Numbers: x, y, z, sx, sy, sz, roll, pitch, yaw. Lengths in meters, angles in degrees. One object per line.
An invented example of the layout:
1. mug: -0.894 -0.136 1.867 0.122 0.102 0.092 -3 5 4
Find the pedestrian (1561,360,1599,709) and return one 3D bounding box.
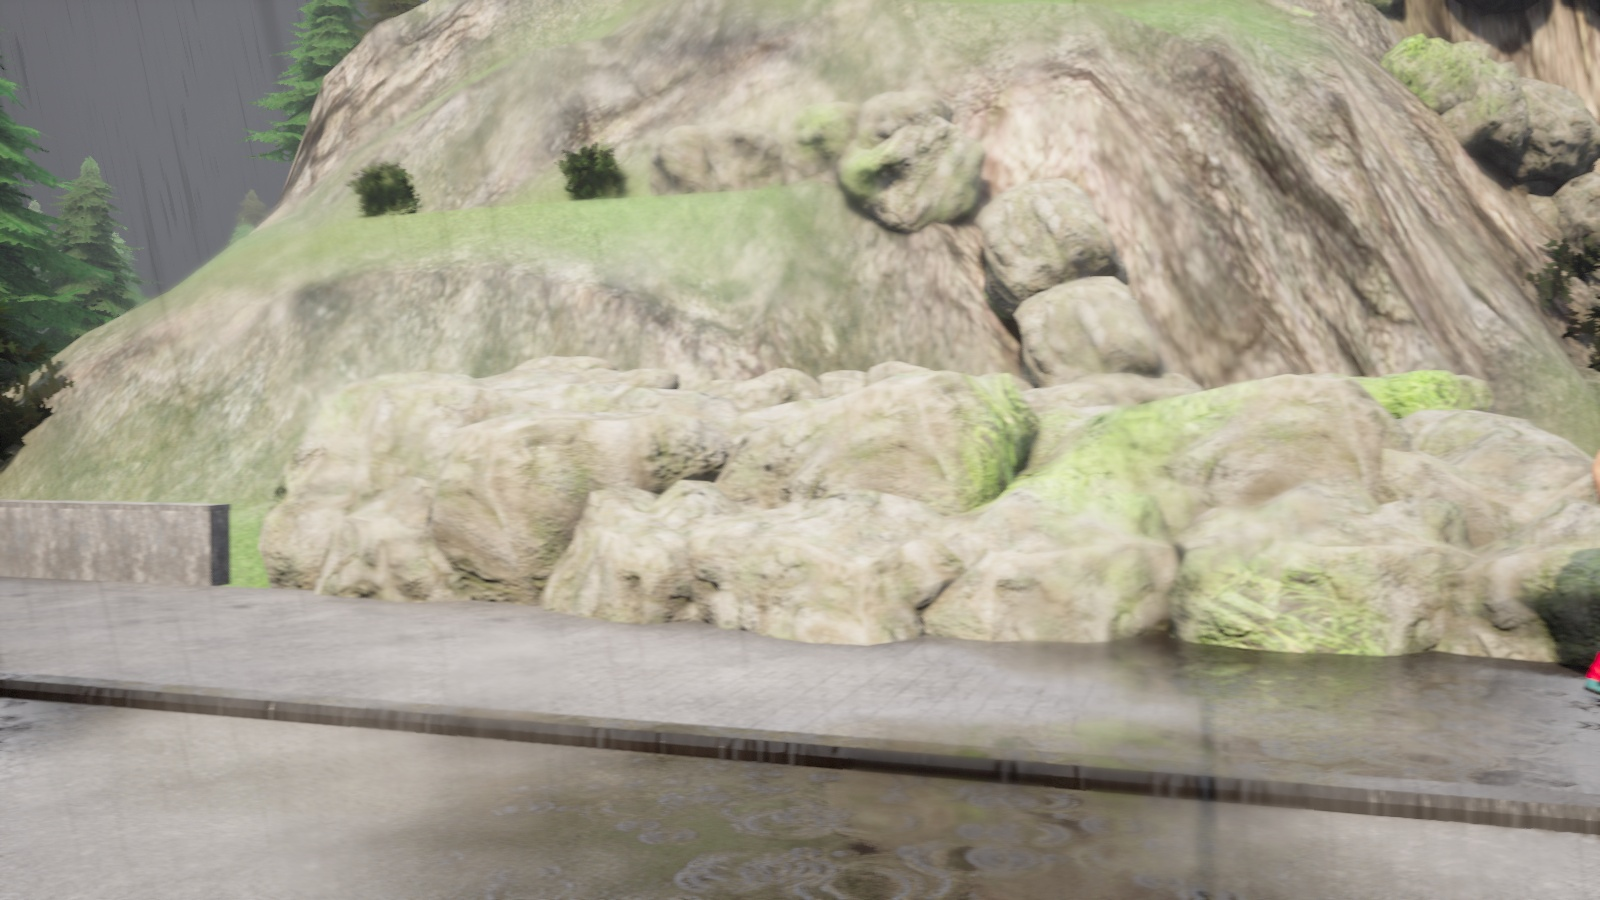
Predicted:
1. pedestrian: 4.502 0.445 6.751 0.594 1.836 0.345 0 1 4
